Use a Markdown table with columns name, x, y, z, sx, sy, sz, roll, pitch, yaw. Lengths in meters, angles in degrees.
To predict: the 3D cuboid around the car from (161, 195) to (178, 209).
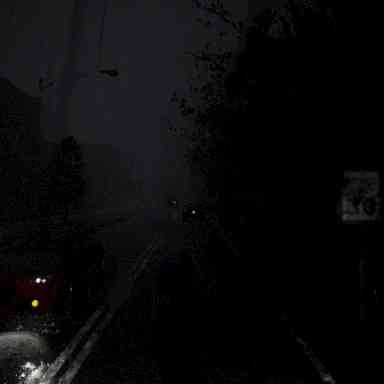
| name | x | y | z | sx | sy | sz | roll | pitch | yaw |
| --- | --- | --- | --- | --- | --- | --- | --- | --- | --- |
| car | -3.220 | 1.432 | 48.325 | 2.150 | 2.045 | 5.566 | 0 | 0 | 0 |

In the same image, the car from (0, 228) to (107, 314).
| name | x | y | z | sx | sy | sz | roll | pitch | yaw |
| --- | --- | --- | --- | --- | --- | --- | --- | --- | --- |
| car | -3.345 | 1.553 | 7.559 | 1.994 | 1.385 | 4.181 | 0 | 0 | 0 |

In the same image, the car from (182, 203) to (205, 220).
| name | x | y | z | sx | sy | sz | roll | pitch | yaw |
| --- | --- | --- | --- | --- | --- | --- | --- | --- | --- |
| car | 0.151 | 1.651 | 29.321 | 1.994 | 1.385 | 4.181 | 0 | 0 | 0 |
